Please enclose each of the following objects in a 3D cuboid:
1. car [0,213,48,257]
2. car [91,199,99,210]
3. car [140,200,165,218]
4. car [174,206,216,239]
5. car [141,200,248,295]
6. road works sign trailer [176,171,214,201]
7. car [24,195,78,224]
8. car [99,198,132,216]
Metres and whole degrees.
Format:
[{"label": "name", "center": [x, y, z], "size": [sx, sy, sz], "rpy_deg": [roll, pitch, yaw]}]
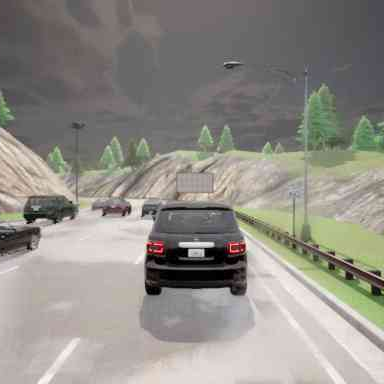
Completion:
[{"label": "car", "center": [-6.911, 1.600, 11.156], "size": [1.895, 1.301, 4.718], "rpy_deg": [0, 0, 0]}, {"label": "car", "center": [-11.409, 1.563, 42.016], "size": [1.994, 1.385, 4.181], "rpy_deg": [0, 0, -7]}, {"label": "car", "center": [-3.546, 1.502, 30.757], "size": [1.837, 1.490, 4.892], "rpy_deg": [0, -1, -2]}, {"label": "car", "center": [0.116, 1.559, 18.068], "size": [1.994, 1.385, 4.181], "rpy_deg": [0, 0, 0]}, {"label": "car", "center": [0.089, 1.221, 8.846], "size": [2.150, 2.045, 5.566], "rpy_deg": [0, 0, 0]}, {"label": "road works sign trailer", "center": [0.190, 0.464, 21.565], "size": [2.380, 3.560, 2.880], "rpy_deg": [0, 0, 0]}, {"label": "car", "center": [-10.437, 1.224, 24.936], "size": [2.150, 2.045, 5.566], "rpy_deg": [0, 0, 0]}, {"label": "car", "center": [-7.121, 1.351, 31.988], "size": [2.097, 1.767, 4.553], "rpy_deg": [0, 0, -2]}]
